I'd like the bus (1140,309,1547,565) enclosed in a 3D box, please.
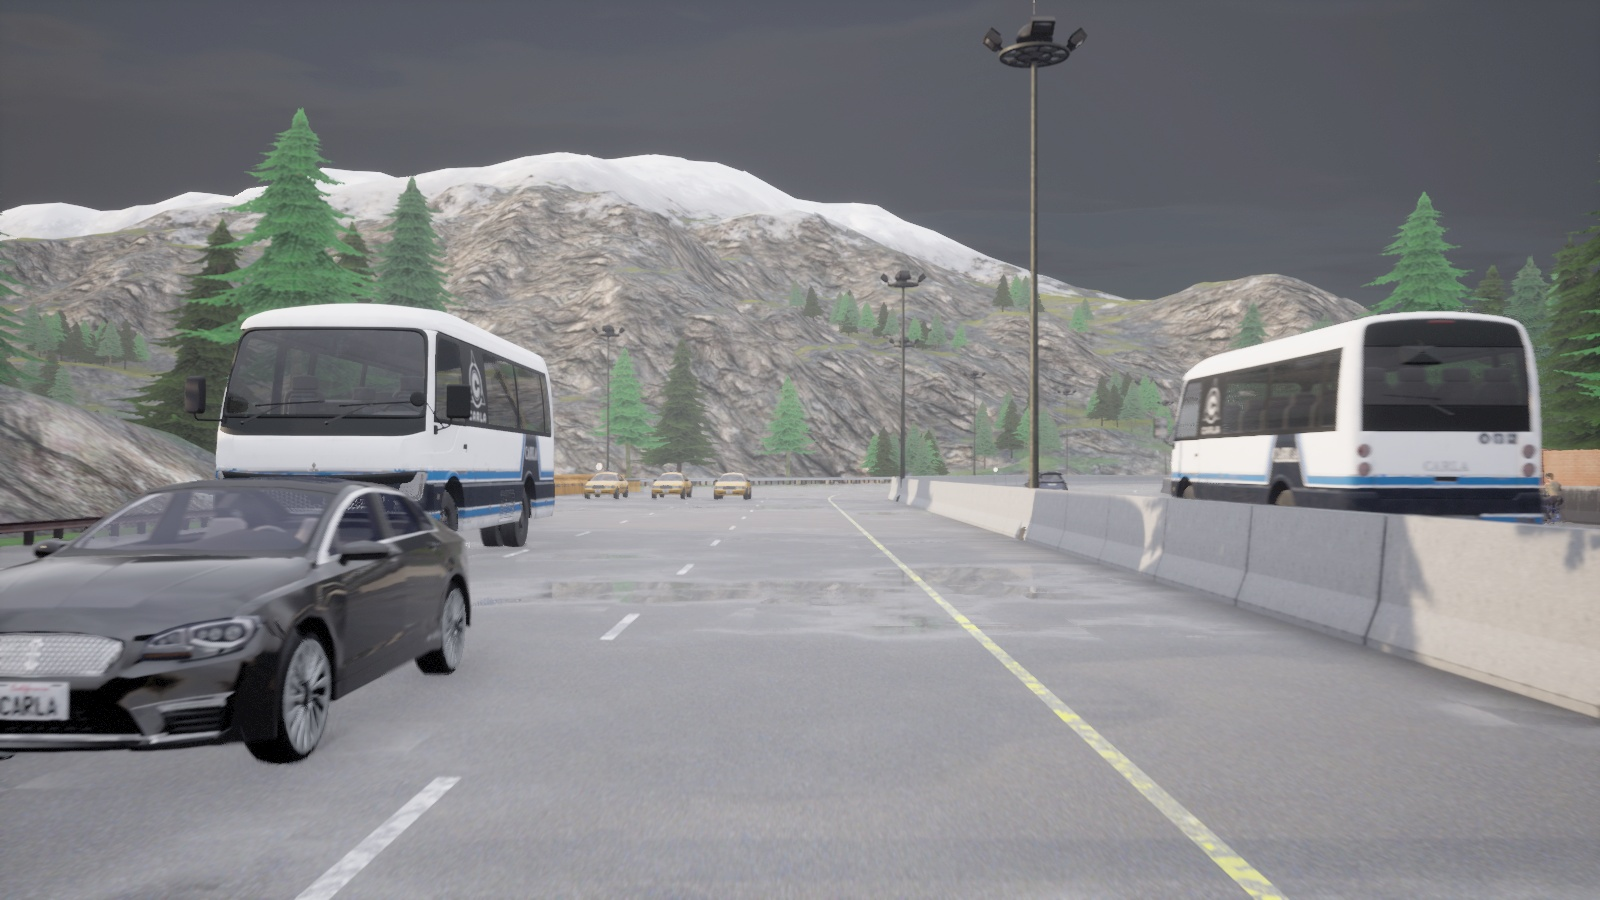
[{"bbox_3d":[10.431,-0.168,26.029,3.944,4.253,10.273,0,-1,0],"label":"bus"}]

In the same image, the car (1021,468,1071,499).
[{"bbox_3d":[13.951,1.887,71.569,2.033,1.649,4.856,-1,-1,2],"label":"car"}]

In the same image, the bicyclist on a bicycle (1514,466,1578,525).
[{"bbox_3d":[20.918,1.258,35.239,0.866,1.612,1.509,0,-1,0],"label":"bicyclist on a bicycle"}]

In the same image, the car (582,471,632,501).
[{"bbox_3d":[-10.610,1.957,69.311,1.801,1.575,5.366,0,-1,1],"label":"car"}]

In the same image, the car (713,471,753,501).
[{"bbox_3d":[-3.624,1.914,68.422,1.801,1.575,5.366,0,-1,1],"label":"car"}]

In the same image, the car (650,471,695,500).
[{"bbox_3d":[-7.093,1.955,70.068,1.801,1.575,5.366,0,-1,2],"label":"car"}]

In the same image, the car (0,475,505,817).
[{"bbox_3d":[-3.520,0.921,8.031,2.128,1.511,4.902,0,-1,0],"label":"car"}]

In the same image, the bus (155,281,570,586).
[{"bbox_3d":[-7.061,-0.153,22.720,3.944,4.253,10.273,0,-1,0],"label":"bus"}]
